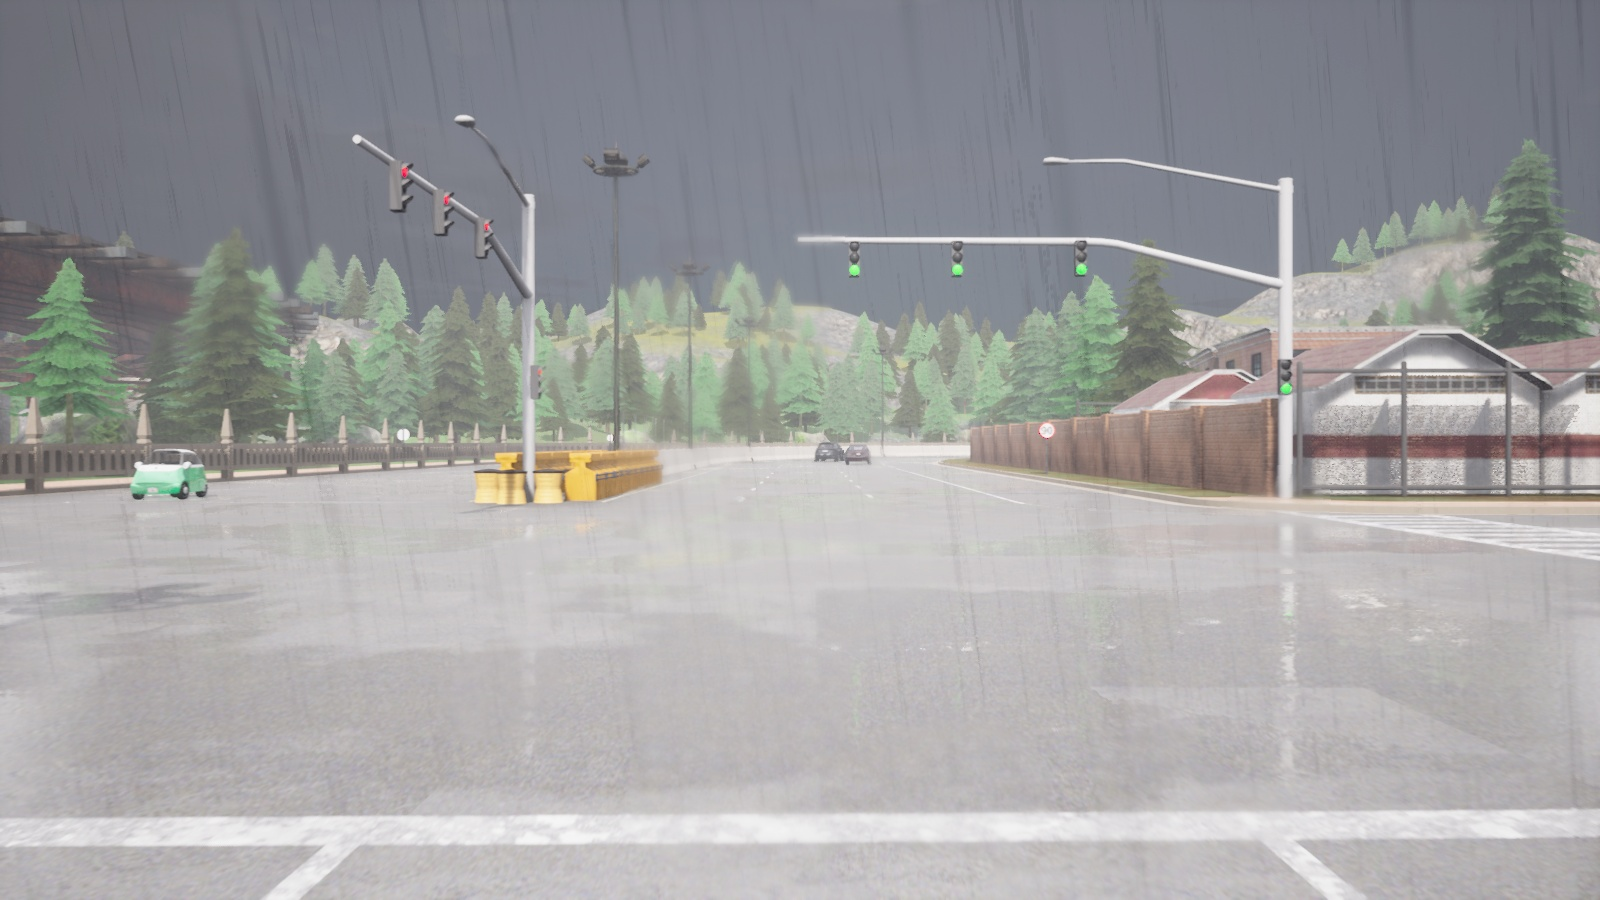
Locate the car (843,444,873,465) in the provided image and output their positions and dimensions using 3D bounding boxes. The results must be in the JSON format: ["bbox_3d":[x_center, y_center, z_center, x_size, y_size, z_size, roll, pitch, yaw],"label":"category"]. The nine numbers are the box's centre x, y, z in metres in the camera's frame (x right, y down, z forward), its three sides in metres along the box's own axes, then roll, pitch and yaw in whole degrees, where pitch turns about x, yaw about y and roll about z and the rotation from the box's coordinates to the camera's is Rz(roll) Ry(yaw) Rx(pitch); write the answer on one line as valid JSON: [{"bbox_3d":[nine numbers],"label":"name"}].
[{"bbox_3d":[4.137,0.308,88.988,2.033,1.411,5.357,0,0,3],"label":"car"}]

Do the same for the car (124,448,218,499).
[{"bbox_3d":[-17.290,0.624,34.587,1.481,1.376,2.207,0,0,0],"label":"car"}]
